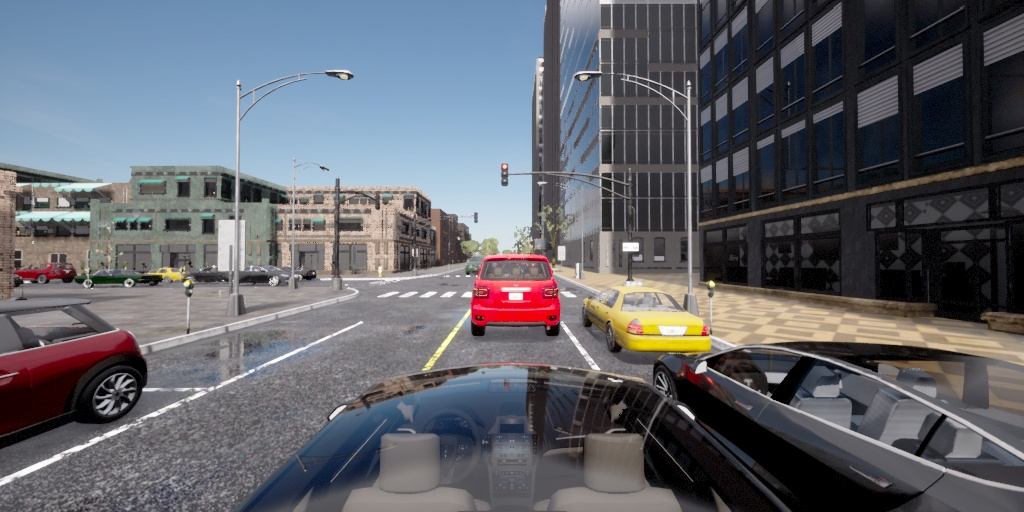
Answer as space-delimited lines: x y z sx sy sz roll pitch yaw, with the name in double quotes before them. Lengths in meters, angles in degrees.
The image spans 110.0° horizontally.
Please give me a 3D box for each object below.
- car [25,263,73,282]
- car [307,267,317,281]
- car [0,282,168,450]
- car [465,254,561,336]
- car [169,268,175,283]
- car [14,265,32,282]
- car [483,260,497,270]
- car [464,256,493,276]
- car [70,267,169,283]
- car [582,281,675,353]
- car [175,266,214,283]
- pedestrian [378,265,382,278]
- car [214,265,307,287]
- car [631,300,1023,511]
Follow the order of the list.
"car" -41.672 1.521 31.704 5.009 1.841 2.192 0 0 1
"car" -19.481 1.560 31.472 4.313 1.339 1.948 0 0 1
"car" -5.693 1.190 2.843 1.967 1.591 4.097 0 0 0
"car" 0.080 0.974 10.497 2.150 2.045 5.566 0 0 0
"car" -30.747 1.626 31.590 4.829 1.417 1.751 0 0 1
"car" -38.508 1.590 25.901 4.892 1.490 1.837 -1 -1 1
"car" -3.216 1.292 53.418 1.812 1.442 4.674 0 0 0
"car" -3.470 0.982 38.308 2.150 2.045 5.566 0 0 4
"car" -28.095 1.586 25.779 4.718 1.301 1.895 -1 -1 1
"car" 2.812 1.277 8.622 1.751 1.417 4.829 0 0 0
"car" -23.693 1.499 28.920 4.892 1.490 1.837 -1 -1 1
"pedestrian" -12.620 1.397 34.355 0.375 1.300 0.375 0 0 1
"car" -17.892 1.380 25.691 4.902 1.511 2.128 -1 -1 2
"car" 2.655 1.316 2.809 1.948 1.339 4.313 0 0 0
